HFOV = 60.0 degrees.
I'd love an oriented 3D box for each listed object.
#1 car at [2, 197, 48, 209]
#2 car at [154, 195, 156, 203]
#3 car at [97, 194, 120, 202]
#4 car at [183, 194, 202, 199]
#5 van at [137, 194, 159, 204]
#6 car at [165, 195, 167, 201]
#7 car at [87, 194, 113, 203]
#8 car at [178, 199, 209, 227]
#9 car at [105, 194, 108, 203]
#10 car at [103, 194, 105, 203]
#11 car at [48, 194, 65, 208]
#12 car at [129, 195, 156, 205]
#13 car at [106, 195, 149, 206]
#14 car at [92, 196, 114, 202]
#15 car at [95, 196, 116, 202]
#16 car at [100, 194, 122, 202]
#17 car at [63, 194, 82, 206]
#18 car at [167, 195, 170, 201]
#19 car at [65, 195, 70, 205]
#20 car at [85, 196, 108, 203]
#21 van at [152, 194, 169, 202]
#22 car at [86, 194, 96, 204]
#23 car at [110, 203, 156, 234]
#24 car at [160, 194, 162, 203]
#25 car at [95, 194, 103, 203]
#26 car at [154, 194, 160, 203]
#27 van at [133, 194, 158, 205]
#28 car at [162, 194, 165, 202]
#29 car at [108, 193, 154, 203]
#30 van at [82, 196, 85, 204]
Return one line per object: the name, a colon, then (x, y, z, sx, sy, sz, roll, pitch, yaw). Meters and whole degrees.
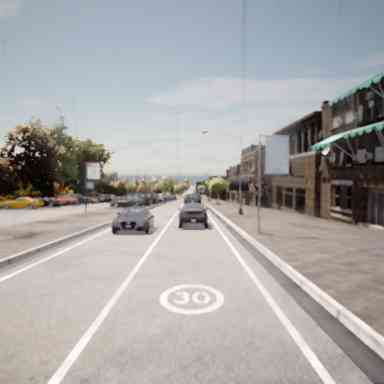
car: (-21.946, 1.462, 43.197, 5.008, 1.535, 2.097, 0, 0, 0)
car: (-8.878, 1.516, 54.364, 4.892, 1.521, 2.231, 0, 0, 0)
car: (-21.973, 1.603, 87.754, 5.566, 2.045, 2.435, 0, -1, 0)
car: (0.080, 1.212, 41.281, 2.150, 2.045, 5.566, 0, 0, 0)
van: (-9.003, 1.418, 68.382, 4.442, 1.987, 1.878, 0, -1, 0)
car: (-8.925, 1.447, 73.990, 5.566, 2.045, 2.435, 0, -1, 0)
car: (-21.959, 1.505, 79.399, 5.566, 2.045, 2.435, 0, -1, 0)
car: (0.088, 1.500, 22.707, 1.837, 1.490, 4.892, 0, 0, 0)
car: (-21.947, 1.730, 73.828, 4.792, 1.488, 2.163, 0, -1, 0)
car: (-21.966, 1.673, 71.044, 5.008, 1.535, 2.097, 0, -1, 0)
car: (-21.956, 1.483, 48.765, 5.008, 1.535, 2.097, 0, 0, 0)
car: (-8.844, 1.437, 59.971, 4.553, 1.767, 2.185, 0, -1, 0)
car: (-8.865, 1.470, 45.959, 4.892, 1.521, 2.231, 0, 0, 0)
car: (-21.987, 1.788, 82.183, 5.008, 1.535, 2.097, 0, -1, 0)
car: (-21.994, 1.858, 84.843, 4.674, 1.452, 2.002, 0, -1, 0)
car: (-21.979, 1.637, 90.416, 5.566, 2.045, 2.435, 0, -1, 0)
car: (-21.922, 1.415, 57.121, 4.553, 1.767, 2.185, 0, 0, 0)
car: (-8.913, 1.819, 85.199, 5.008, 1.535, 2.097, 0, -1, 0)
car: (-21.953, 1.540, 51.552, 4.674, 1.452, 2.002, 0, 0, 0)
car: (-22.010, 1.757, 76.613, 4.792, 1.488, 2.163, 0, -1, 0)
van: (-8.817, 1.701, 93.609, 4.442, 1.987, 1.878, 0, -1, 0)
car: (-21.960, 1.659, 65.472, 4.674, 1.452, 2.002, 0, -1, 0)
car: (-3.259, 1.560, 19.041, 1.994, 1.385, 4.181, 0, 0, 0)
car: (-8.877, 1.618, 65.578, 4.892, 1.521, 2.231, 0, -1, 0)
car: (-21.781, 1.643, 68.258, 5.366, 1.575, 1.946, 0, -1, 0)
car: (-8.902, 1.288, 57.171, 5.566, 2.045, 2.435, 0, 0, 0)
van: (-8.763, 1.364, 62.776, 4.442, 1.987, 1.878, 0, -1, 0)
car: (-8.886, 1.671, 71.184, 5.008, 1.535, 2.097, 0, -1, 0)
car: (-8.899, 1.230, 48.761, 5.566, 2.045, 2.435, 0, 0, 0)
van: (-22.071, 1.339, 59.903, 4.442, 1.987, 1.878, 0, 0, 0)
